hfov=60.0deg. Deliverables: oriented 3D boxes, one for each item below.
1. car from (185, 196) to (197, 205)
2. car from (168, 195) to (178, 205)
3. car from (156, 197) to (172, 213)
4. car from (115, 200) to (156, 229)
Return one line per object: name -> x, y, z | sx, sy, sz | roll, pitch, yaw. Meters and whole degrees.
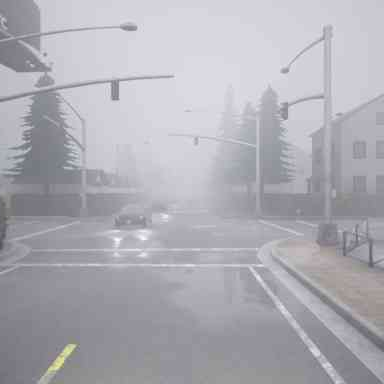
car -> -0.100, 1.491, 59.300 | 2.128, 1.511, 4.902 | 0, 0, 0
car -> -3.606, 1.350, 58.716 | 2.097, 1.767, 4.553 | 0, 0, 0
car -> -3.661, 1.600, 37.364 | 1.895, 1.301, 4.718 | 0, 0, 0
car -> -3.656, 1.461, 21.415 | 1.812, 1.442, 4.674 | -1, 0, 0
